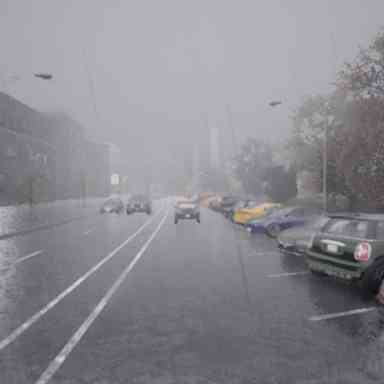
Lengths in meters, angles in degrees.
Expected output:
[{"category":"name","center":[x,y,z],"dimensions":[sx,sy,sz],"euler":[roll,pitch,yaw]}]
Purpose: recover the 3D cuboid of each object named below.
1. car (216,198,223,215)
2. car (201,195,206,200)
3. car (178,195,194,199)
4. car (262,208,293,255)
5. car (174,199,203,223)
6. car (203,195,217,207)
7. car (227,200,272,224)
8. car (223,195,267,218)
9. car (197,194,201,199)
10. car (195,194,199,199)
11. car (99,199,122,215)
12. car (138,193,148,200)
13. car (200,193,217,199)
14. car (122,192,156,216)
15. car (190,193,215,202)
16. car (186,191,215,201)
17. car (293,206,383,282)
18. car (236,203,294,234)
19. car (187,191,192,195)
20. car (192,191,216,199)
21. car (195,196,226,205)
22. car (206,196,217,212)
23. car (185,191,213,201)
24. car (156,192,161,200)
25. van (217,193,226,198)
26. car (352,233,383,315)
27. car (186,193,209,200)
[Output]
[{"category":"car","center":[4.821,1.451,26.280],"dimensions":[5.008,1.535,2.097],"euler":[1,0,-22]},{"category":"car","center":[4.287,1.458,41.197],"dimensions":[5.366,1.575,1.946],"euler":[1,0,-23]},{"category":"car","center":[-1.178,1.457,41.763],"dimensions":[1.882,1.535,5.008],"euler":[0,0,-3]},{"category":"car","center":[5.223,1.463,11.429],"dimensions":[4.892,1.521,2.231],"euler":[1,0,-21]},{"category":"car","center":[-0.402,1.494,25.253],"dimensions":[1.812,1.442,4.674],"euler":[0,0,-2]},{"category":"car","center":[4.271,1.457,38.157],"dimensions":[5.008,1.535,2.097],"euler":[1,0,-23]},{"category":"car","center":[5.002,1.452,20.345],"dimensions":[5.008,1.535,2.097],"euler":[1,0,-22]},{"category":"car","center":[4.886,1.325,23.307],"dimensions":[4.553,1.767,2.185],"euler":[1,0,-22]},{"category":"car","center":[3.752,1.462,47.054],"dimensions":[5.008,1.535,2.097],"euler":[1,0,-24]},{"category":"car","center":[3.568,1.459,50.018],"dimensions":[4.892,1.521,2.231],"euler":[1,1,-24]},{"category":"car","center":[-7.873,1.474,33.080],"dimensions":[2.128,1.511,4.902],"euler":[0,0,-3]},{"category":"car","center":[-10.860,0.965,74.255],"dimensions":[1.882,1.535,5.008],"euler":[0,1,-6]},{"category":"car","center":[3.972,1.336,44.095],"dimensions":[4.553,1.767,2.185],"euler":[1,0,-24]},{"category":"car","center":[-5.042,1.198,32.547],"dimensions":[2.150,2.045,5.566],"euler":[0,0,-3]},{"category":"car","center":[2.149,1.089,67.817],"dimensions":[4.553,1.767,2.185],"euler":[0,2,-26]},{"category":"car","center":[1.817,0.891,70.741],"dimensions":[5.566,2.045,2.435],"euler":[0,2,-26]},{"category":"car","center":[5.227,1.341,8.455],"dimensions":[4.553,1.767,2.185],"euler":[1,0,-21]},{"category":"car","center":[5.059,1.484,17.362],"dimensions":[4.792,1.488,2.163],"euler":[1,0,-22]},{"category":"car","center":[2.627,1.085,61.863],"dimensions":[5.566,2.045,2.435],"euler":[0,1,-25]},{"category":"car","center":[3.377,1.191,53.002],"dimensions":[5.566,2.045,2.435],"euler":[1,0,-24]},{"category":"car","center":[3.153,1.447,55.970],"dimensions":[4.792,1.488,2.163],"euler":[0,0,-25]},{"category":"car","center":[4.439,1.455,35.184],"dimensions":[5.008,1.535,2.097],"euler":[1,0,-23]},{"category":"car","center":[1.572,0.818,73.733],"dimensions":[5.566,2.045,2.435],"euler":[0,1,-26]},{"category":"car","center":[-7.993,0.893,73.754],"dimensions":[2.097,1.767,4.553],"euler":[0,1,-6]},{"category":"van","center":[4.807,1.227,29.302],"dimensions":[4.442,1.987,1.878],"euler":[1,0,-23]},{"category":"car","center":[5.293,1.513,5.488],"dimensions":[4.674,1.452,2.002],"euler":[1,0,-21]},{"category":"car","center":[1.236,0.998,76.679],"dimensions":[4.892,1.521,2.231],"euler":[0,1,-26]}]
